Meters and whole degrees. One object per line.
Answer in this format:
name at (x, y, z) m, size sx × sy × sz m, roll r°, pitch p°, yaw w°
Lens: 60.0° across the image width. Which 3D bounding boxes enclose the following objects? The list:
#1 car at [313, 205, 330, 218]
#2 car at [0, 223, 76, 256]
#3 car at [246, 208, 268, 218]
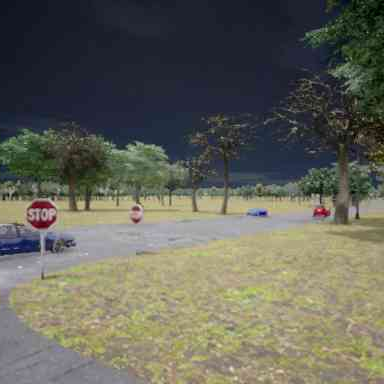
car at (22.408, 3.289, 57.329) m, size 2.150 × 2.045 × 5.566 m, roll 1°, pitch -1°, yaw 30°
car at (-7.768, 2.050, 14.355) m, size 2.033 × 1.411 × 5.357 m, roll 0°, pitch -2°, yaw 36°
car at (10.097, 3.159, 51.188) m, size 1.882 × 1.535 × 5.008 m, roll 1°, pitch -1°, yaw 36°
